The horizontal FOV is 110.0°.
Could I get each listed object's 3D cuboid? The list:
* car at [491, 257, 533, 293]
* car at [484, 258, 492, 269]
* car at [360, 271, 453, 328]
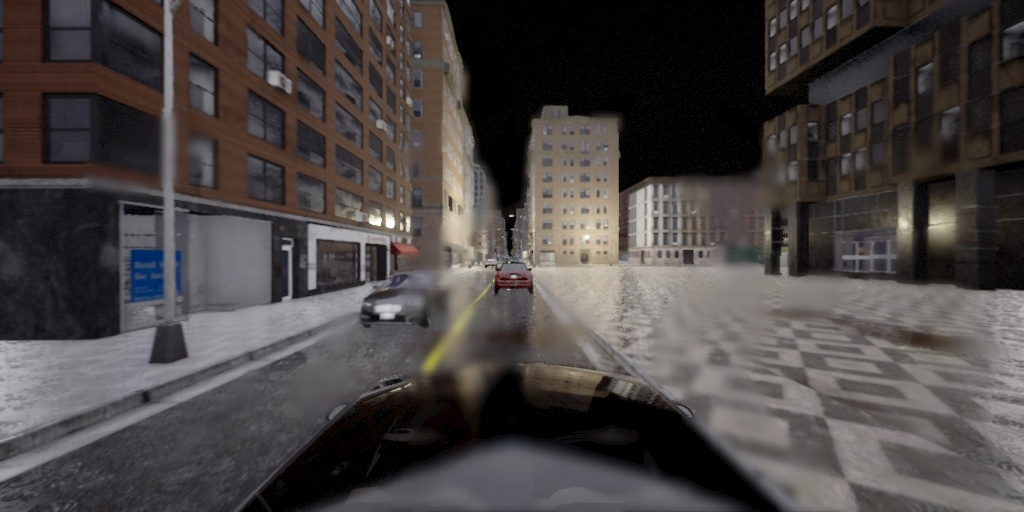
[{"bbox_3d":[0.095,1.088,20.804,2.097,1.767,4.553,0,0,0],"label":"car"},{"bbox_3d":[-3.011,1.052,53.250,2.033,1.411,5.357,0,0,0],"label":"car"},{"bbox_3d":[-3.103,1.234,11.380,2.128,1.511,4.902,0,0,0],"label":"car"}]
